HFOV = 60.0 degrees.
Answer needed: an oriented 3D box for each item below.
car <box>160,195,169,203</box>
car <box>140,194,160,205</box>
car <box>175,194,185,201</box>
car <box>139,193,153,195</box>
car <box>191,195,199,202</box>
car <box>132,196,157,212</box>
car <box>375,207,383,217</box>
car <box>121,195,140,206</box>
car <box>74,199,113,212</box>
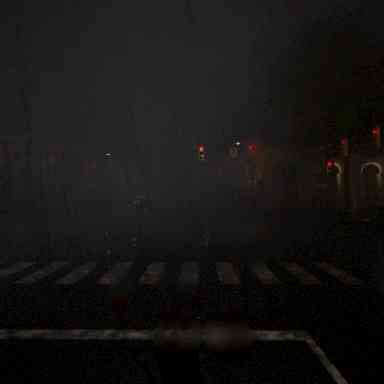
[{"bbox_3d":[-6.479,1.600,67.908,1.895,1.301,4.718,0,0,1],"label":"car"},{"bbox_3d":[-6.721,1.525,53.543,1.812,1.442,4.674,0,0,1],"label":"car"},{"bbox_3d":[-2.781,1.279,78.628,2.097,1.767,4.553,0,0,1],"label":"car"},{"bbox_3d":[-9.958,1.222,68.569,2.150,2.045,5.566,0,0,1],"label":"car"},{"bbox_3d":[0.719,1.449,78.599,2.128,1.511,4.902,0,0,1],"label":"car"},{"bbox_3d":[-5.659,1.547,39.177,2.033,1.411,5.357,0,0,-12],"label":"car"},{"bbox_3d":[18.595,1.525,29.174,4.674,1.442,1.812,0,0,1],"label":"car"},{"bbox_3d":[-10.214,1.564,54.177,1.994,1.385,4.181,0,0,1],"label":"car"},{"bbox_3d":[-11.601,1.547,39.766,2.033,1.411,5.357,0,0,22],"label":"car"}]
